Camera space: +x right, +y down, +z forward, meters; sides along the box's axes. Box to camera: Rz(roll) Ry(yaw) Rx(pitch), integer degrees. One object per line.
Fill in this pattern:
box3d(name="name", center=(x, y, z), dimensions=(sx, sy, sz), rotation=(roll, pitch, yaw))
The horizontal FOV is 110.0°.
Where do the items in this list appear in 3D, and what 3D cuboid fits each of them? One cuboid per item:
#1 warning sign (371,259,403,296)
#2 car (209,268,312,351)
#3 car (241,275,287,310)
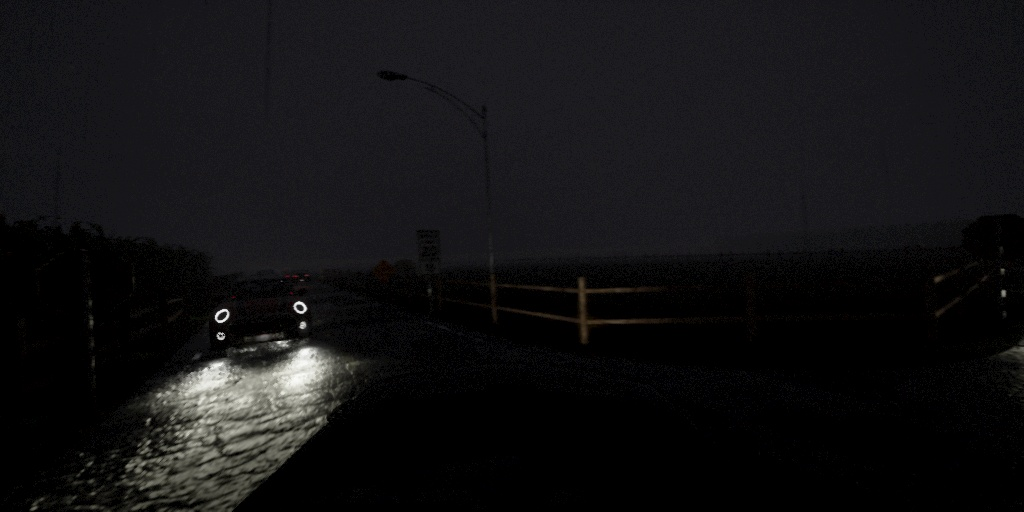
box3d(name="warning sign", center=(-6.808, 1.109, 19.221), dimensions=(1.300, 1.860, 1.060), rotation=(0, 0, -34))
box3d(name="car", center=(-7.186, 1.407, 10.368), dimensions=(2.097, 1.767, 4.553), rotation=(-3, 0, -35))
box3d(name="car", center=(-13.398, 1.838, 19.428), dimensions=(1.812, 1.442, 4.674), rotation=(-3, 0, -35))
